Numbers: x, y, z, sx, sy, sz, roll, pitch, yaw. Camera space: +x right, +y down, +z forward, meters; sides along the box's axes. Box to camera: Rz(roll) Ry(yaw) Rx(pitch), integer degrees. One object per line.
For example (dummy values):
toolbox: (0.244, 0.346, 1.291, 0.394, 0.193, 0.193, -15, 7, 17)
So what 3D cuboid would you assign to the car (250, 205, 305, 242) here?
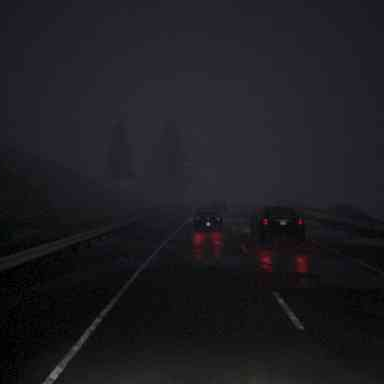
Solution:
car: (4.277, 1.453, 17.233, 2.097, 1.767, 4.553, 0, 0, 4)

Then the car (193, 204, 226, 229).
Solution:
car: (1.199, 1.731, 23.002, 1.895, 1.301, 4.718, 0, 0, 5)

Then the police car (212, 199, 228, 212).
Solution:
police car: (3.449, 1.661, 41.562, 1.930, 1.638, 5.238, 0, 0, 9)
